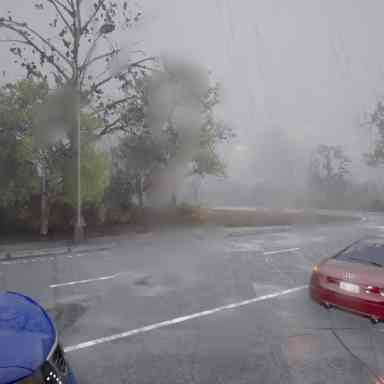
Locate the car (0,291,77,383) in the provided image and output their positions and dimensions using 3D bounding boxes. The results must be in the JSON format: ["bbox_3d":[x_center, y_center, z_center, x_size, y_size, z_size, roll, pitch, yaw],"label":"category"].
[{"bbox_3d":[-3.355,1.221,1.326,5.566,2.045,2.150,0,0,-36],"label":"car"}]

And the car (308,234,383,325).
[{"bbox_3d":[4.282,1.564,6.724,4.181,1.385,1.994,0,0,-35],"label":"car"}]
